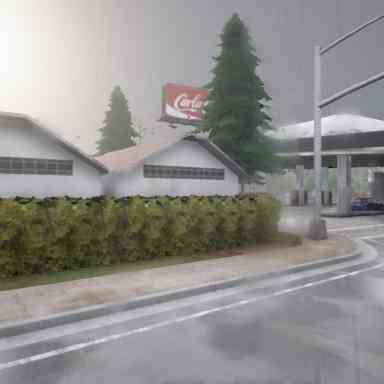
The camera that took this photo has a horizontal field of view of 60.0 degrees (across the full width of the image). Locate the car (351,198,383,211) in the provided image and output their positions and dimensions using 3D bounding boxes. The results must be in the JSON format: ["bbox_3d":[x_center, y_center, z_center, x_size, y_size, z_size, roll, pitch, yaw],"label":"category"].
[{"bbox_3d":[20.741,1.508,39.292,4.611,1.667,2.242,0,0,-36],"label":"car"}]

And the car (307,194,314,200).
[{"bbox_3d":[31.769,1.385,88.795,2.152,1.636,5.027,0,0,-36],"label":"car"}]
